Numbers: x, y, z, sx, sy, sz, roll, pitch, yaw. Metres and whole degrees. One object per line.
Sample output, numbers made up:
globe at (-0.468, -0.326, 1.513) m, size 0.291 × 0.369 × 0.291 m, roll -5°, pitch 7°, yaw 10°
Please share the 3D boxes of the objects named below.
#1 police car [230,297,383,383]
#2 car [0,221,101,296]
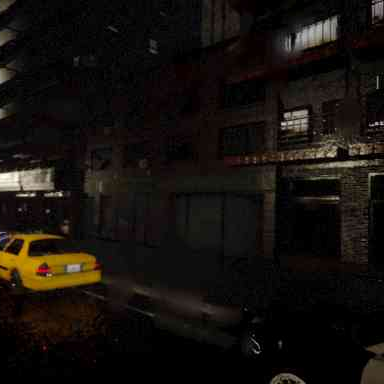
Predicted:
police car at (2.760, 1.706, 3.081) m, size 5.238 × 1.638 × 1.930 m, roll -1°, pitch -4°, yaw 42°
car at (-4.801, 1.874, 9.826) m, size 5.366 × 1.575 × 1.801 m, roll -1°, pitch -4°, yaw 41°
